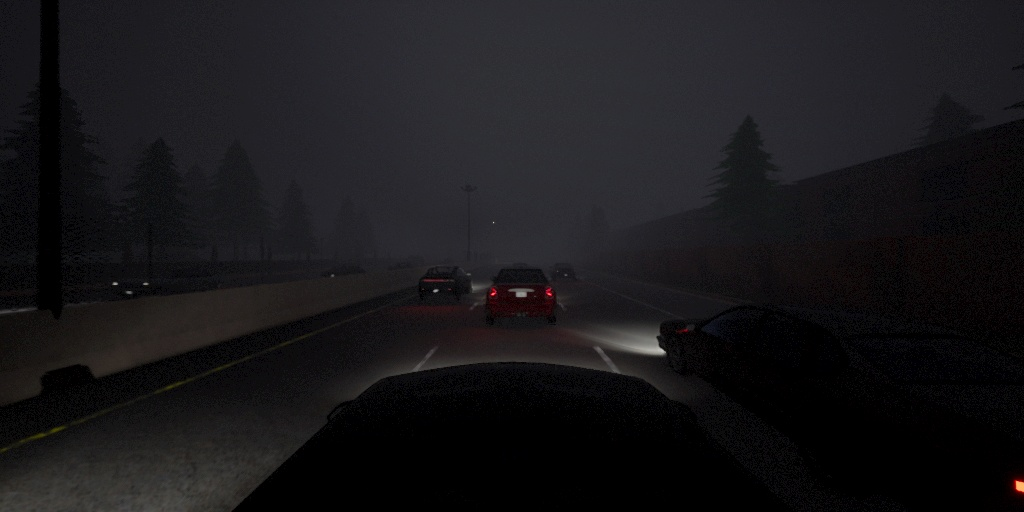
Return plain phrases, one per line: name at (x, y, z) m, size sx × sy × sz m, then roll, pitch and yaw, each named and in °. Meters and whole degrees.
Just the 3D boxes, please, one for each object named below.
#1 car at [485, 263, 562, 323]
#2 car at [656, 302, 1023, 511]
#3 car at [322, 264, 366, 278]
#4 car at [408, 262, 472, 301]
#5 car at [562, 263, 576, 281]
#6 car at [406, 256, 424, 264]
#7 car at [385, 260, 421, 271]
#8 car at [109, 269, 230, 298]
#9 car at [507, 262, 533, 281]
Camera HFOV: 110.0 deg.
car at (0.299, 1.097, 12.187) m, size 2.097 × 1.767 × 4.553 m, roll 0°, pitch 0°, yaw 1°
car at (3.622, 1.295, 4.408) m, size 2.033 × 1.411 × 5.357 m, roll 0°, pitch 0°, yaw 1°
car at (-13.544, 1.303, 29.115) m, size 1.994 × 1.385 × 4.181 m, roll 0°, pitch 0°, yaw 1°
car at (-3.101, 1.235, 17.246) m, size 2.128 × 1.511 × 4.902 m, roll 0°, pitch 0°, yaw 1°
car at (4.153, 1.262, 29.730) m, size 1.812 × 1.442 × 4.674 m, roll 0°, pitch 0°, yaw 1°
car at (-16.320, 0.955, 60.019) m, size 2.150 × 2.045 × 5.566 m, roll 0°, pitch 0°, yaw 2°
car at (-9.964, 1.301, 32.154) m, size 1.994 × 1.385 × 4.181 m, roll 0°, pitch 0°, yaw 1°
car at (-17.281, 1.346, 18.433) m, size 1.895 × 1.301 × 4.718 m, roll 0°, pitch 0°, yaw 1°
car at (0.680, 1.283, 30.794) m, size 2.033 × 1.411 × 5.357 m, roll 0°, pitch 0°, yaw 1°
